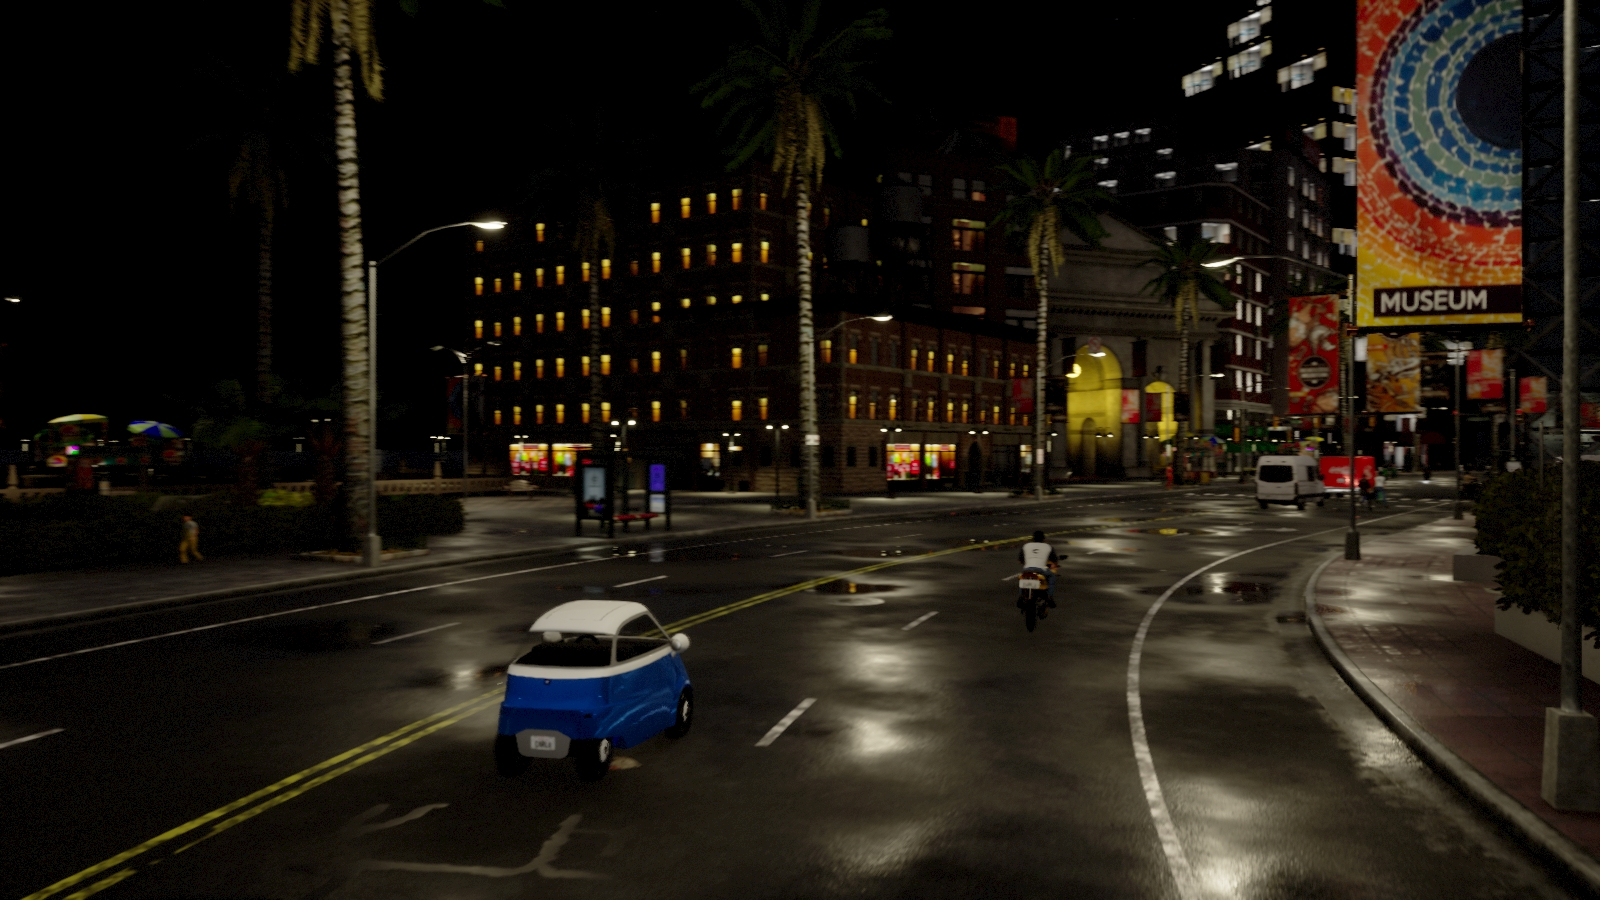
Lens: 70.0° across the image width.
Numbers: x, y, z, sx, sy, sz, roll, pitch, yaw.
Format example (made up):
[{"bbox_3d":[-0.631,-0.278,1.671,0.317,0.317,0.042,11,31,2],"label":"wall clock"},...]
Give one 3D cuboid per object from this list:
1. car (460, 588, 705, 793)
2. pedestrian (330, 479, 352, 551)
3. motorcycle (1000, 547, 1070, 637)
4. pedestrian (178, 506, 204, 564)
[{"bbox_3d":[-1.918,2.118,10.597,1.481,1.376,2.207,0,0,12],"label":"car"},{"bbox_3d":[-11.933,1.683,29.723,0.375,1.860,0.375,0,0,31],"label":"pedestrian"},{"bbox_3d":[3.757,2.217,18.163,0.803,1.145,2.033,1,0,20],"label":"motorcycle"},{"bbox_3d":[-14.015,1.961,26.294,0.375,1.300,0.375,0,0,14],"label":"pedestrian"}]
